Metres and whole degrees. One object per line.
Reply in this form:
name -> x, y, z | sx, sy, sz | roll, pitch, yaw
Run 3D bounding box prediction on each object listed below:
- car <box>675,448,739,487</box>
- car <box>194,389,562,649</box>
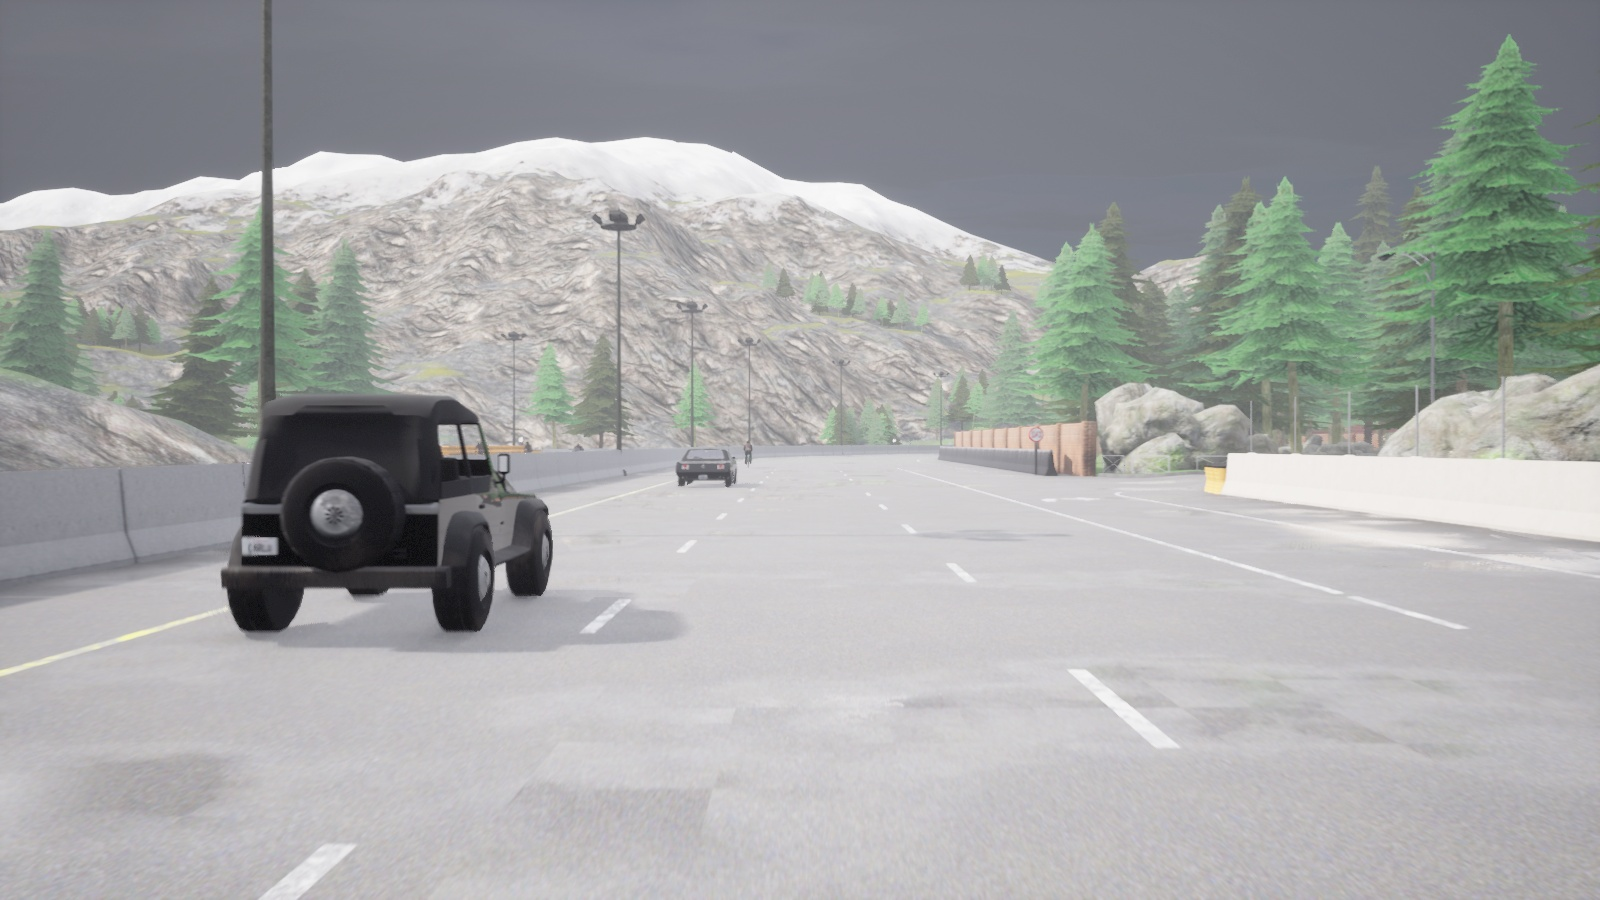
car -> -3.232, 0.593, 44.543 | 1.895, 1.301, 4.718 | 0, 0, 0
car -> -3.421, 0.479, 11.018 | 1.905, 1.878, 3.866 | 0, 1, 0
